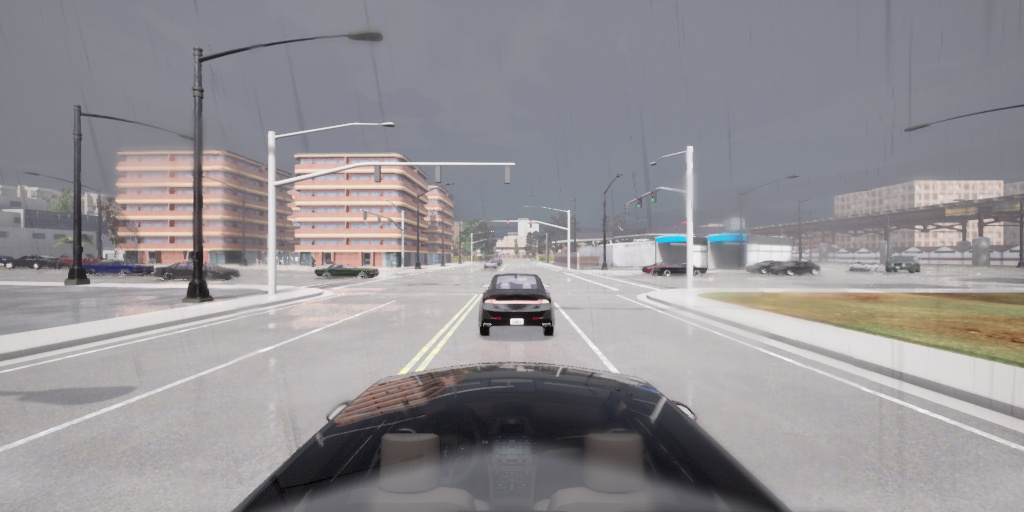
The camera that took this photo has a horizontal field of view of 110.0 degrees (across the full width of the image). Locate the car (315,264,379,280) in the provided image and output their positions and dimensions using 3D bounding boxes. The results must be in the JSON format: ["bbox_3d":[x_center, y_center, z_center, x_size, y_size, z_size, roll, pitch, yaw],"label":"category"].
[{"bbox_3d":[-13.667,1.291,29.932,4.718,1.301,1.895,0,0,-1],"label":"car"}]

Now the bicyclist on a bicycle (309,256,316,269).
[{"bbox_3d":[-25.949,0.844,46.637,0.582,1.620,1.656,1,0,1],"label":"bicyclist on a bicycle"}]

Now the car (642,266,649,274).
[{"bbox_3d":[16.456,1.314,39.209,4.181,1.385,1.994,0,0,1],"label":"car"}]

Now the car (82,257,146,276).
[{"bbox_3d":[-33.209,1.030,30.324,4.718,1.301,1.895,1,0,1],"label":"car"}]

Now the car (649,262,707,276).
[{"bbox_3d":[16.619,1.351,35.681,4.718,1.301,1.895,0,0,0],"label":"car"}]

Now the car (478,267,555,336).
[{"bbox_3d":[0.117,1.241,10.365,2.128,1.511,4.902,0,0,0],"label":"car"}]

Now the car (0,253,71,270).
[{"bbox_3d":[-50.395,0.628,37.891,4.892,1.490,1.837,1,0,2],"label":"car"}]

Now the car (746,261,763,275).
[{"bbox_3d":[28.398,1.255,39.580,4.892,1.490,1.837,0,0,-9],"label":"car"}]

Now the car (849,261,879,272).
[{"bbox_3d":[44.696,1.350,45.562,4.718,1.301,1.895,0,0,-34],"label":"car"}]

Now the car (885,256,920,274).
[{"bbox_3d":[46.443,0.965,42.538,5.566,2.045,2.150,0,0,-33],"label":"car"}]

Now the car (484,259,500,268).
[{"bbox_3d":[-3.347,1.351,55.931,1.895,1.301,4.718,0,0,0],"label":"car"}]

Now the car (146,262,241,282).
[{"bbox_3d":[-23.285,1.135,26.571,5.357,1.411,2.033,1,0,1],"label":"car"}]

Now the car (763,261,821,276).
[{"bbox_3d":[28.430,1.255,36.068,4.892,1.490,1.837,0,0,-9],"label":"car"}]
